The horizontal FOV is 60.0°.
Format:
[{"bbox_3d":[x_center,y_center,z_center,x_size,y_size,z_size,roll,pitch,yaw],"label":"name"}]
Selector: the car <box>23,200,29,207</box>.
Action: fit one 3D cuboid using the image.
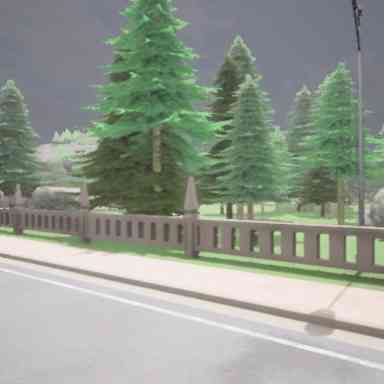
[{"bbox_3d":[-26.378,2.041,53.456,1.837,1.490,4.892,-1,0,36],"label":"car"}]
